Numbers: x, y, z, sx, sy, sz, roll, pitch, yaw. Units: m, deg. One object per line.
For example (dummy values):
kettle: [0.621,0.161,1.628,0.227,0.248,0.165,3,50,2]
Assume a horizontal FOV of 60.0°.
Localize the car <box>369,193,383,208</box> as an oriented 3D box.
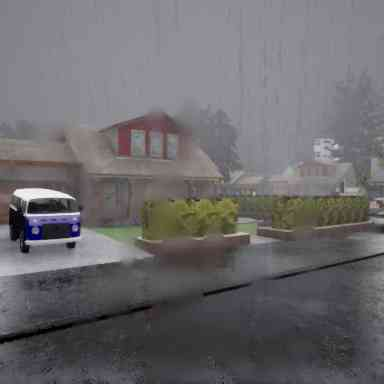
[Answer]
car: [23.733,0.986,40.840,3.866,1.878,1.905,0,0,-1]
